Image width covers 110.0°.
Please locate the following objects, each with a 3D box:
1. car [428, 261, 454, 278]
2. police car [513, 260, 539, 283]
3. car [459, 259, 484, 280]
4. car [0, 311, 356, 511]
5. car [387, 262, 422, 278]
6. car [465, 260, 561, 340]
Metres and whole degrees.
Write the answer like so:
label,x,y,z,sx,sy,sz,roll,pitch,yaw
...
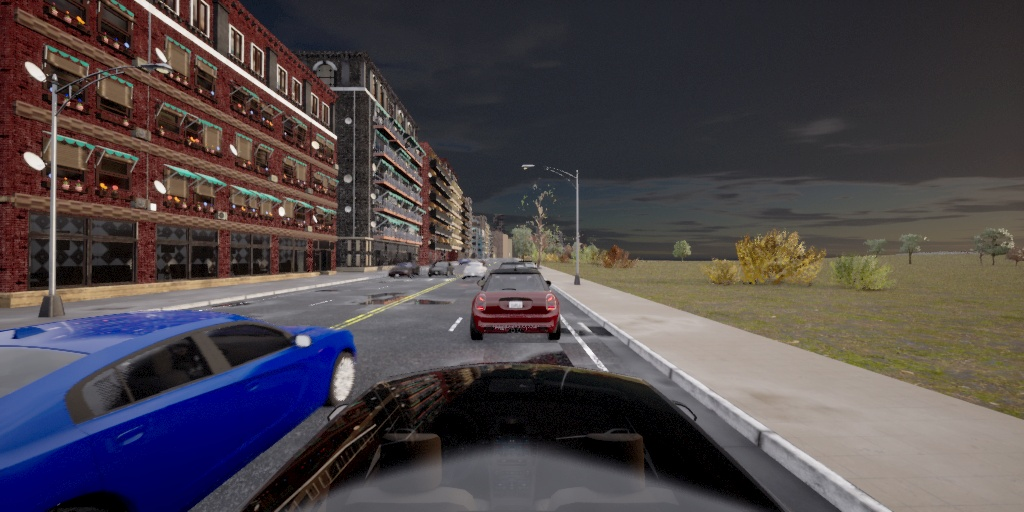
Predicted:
label,x,y,z,sx,sy,sz,roll,pitch,yaw
car,-6.669,1.259,34.112,1.837,1.490,4.892,0,0,0
police car,1.079,1.179,29.369,1.930,1.638,5.238,0,0,0
car,-3.214,1.280,31.735,1.812,1.442,4.674,0,0,0
car,-3.156,1.228,3.163,1.882,1.535,5.008,0,0,0
car,-9.916,1.301,33.611,2.033,1.411,5.357,0,0,0
car,0.075,1.104,10.100,2.097,1.767,4.553,0,0,0
